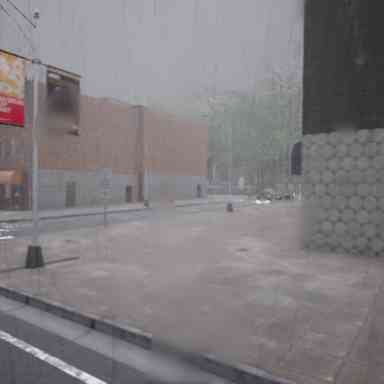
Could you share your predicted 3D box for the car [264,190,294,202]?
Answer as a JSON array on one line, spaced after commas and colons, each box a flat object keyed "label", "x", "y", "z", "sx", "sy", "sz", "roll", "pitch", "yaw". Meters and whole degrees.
[{"label": "car", "x": 11.249, "y": 0.536, "z": 42.086, "sx": 1.895, "sy": 1.301, "sz": 4.718, "roll": 1, "pitch": 2, "yaw": 37}]

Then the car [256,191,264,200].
[{"label": "car", "x": 10.456, "y": 0.403, "z": 45.713, "sx": 1.994, "sy": 1.385, "sz": 4.181, "roll": 1, "pitch": 2, "yaw": 36}]
